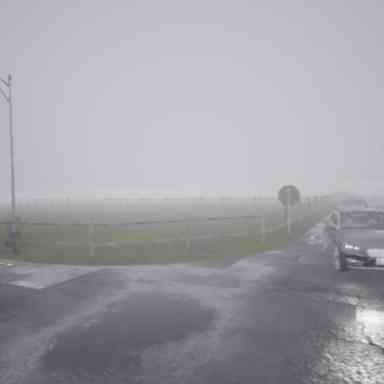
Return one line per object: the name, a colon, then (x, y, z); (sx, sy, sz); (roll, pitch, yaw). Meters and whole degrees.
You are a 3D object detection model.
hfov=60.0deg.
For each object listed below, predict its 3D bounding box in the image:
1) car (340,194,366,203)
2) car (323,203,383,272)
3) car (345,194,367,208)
car: (11.449, 1.112, 23.819); (2.033, 1.411, 5.357); (-1, 0, 28)
car: (5.089, 1.305, 9.985); (2.128, 1.511, 4.902); (-2, 0, 16)
car: (17.681, 0.920, 35.762); (1.895, 1.301, 4.718); (-1, 0, 28)
